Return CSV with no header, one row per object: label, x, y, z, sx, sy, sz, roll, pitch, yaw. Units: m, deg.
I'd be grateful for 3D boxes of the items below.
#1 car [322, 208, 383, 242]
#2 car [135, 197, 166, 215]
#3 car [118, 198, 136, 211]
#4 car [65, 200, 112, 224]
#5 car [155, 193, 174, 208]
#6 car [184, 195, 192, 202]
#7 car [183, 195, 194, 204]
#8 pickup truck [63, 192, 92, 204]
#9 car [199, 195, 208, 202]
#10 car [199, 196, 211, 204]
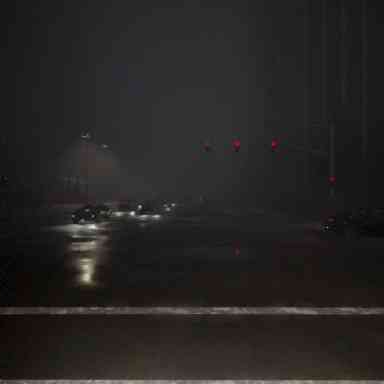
car,8.680,1.491,15.427,4.902,1.511,2.128,0,0,11
car,-4.133,1.547,34.036,2.033,1.411,5.357,0,0,-1
car,-7.699,1.478,40.416,1.882,1.535,5.008,0,0,-1
car,-7.497,1.547,25.304,2.033,1.411,5.357,0,0,-1
car,-4.287,1.221,49.691,2.150,2.045,5.566,0,0,-1
car,-0.944,1.478,75.417,1.882,1.535,5.008,0,0,-1
car,-0.746,1.352,65.413,2.097,1.767,4.553,0,0,-1
pickup truck,-20.915,1.059,60.050,2.390,2.098,6.274,0,0,30
car,2.559,1.524,75.212,1.812,1.442,4.674,0,0,-1
car,2.760,1.491,64.828,2.128,1.511,4.902,0,0,-1
